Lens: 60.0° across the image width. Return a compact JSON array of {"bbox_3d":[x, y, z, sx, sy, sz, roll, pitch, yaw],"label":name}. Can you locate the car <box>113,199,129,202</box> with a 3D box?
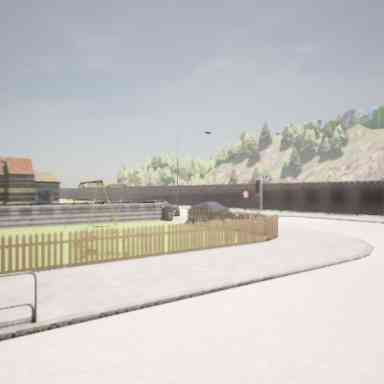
[{"bbox_3d":[-9.584,1.598,45.523,1.895,1.301,4.718,0,0,-35],"label":"car"}]

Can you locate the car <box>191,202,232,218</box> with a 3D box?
[{"bbox_3d":[1.669,1.561,29.712,1.994,1.385,4.181,0,0,-35],"label":"car"}]

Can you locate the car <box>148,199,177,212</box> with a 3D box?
[{"bbox_3d":[-3.777,1.544,37.349,2.033,1.411,5.357,0,0,-35],"label":"car"}]
